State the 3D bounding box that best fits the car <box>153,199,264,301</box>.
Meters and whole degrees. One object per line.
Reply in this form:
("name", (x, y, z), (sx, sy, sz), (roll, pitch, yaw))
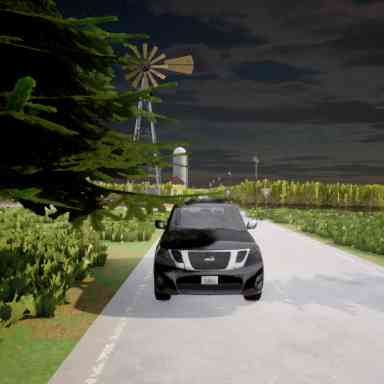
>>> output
("car", (0.334, 1.221, 8.702), (2.150, 2.045, 5.566), (0, 0, 0))
